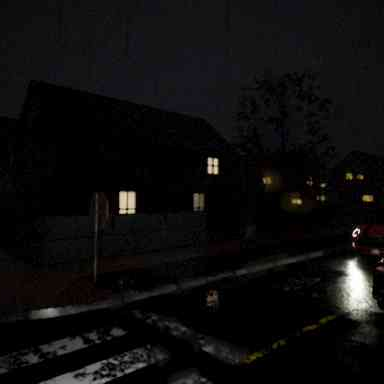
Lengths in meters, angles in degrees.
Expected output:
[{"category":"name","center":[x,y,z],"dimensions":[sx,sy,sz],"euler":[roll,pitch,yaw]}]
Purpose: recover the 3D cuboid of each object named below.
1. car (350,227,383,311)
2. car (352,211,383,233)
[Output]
[{"category":"car","center":[5.380,1.570,6.835],"dimensions":[4.902,1.511,2.128],"euler":[1,-1,-42]},{"category":"car","center":[8.046,1.517,13.057],"dimensions":[4.553,1.767,2.097],"euler":[1,-1,-42]}]
